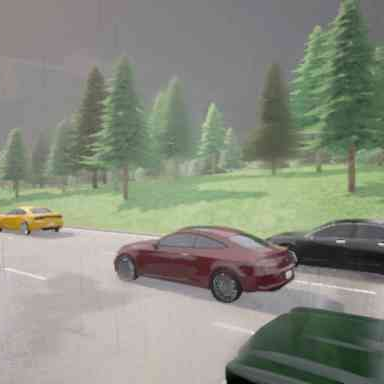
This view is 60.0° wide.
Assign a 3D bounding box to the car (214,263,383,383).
[{"bbox_3d":[2.523,1.596,2.191,4.718,1.301,1.895,0,0,36],"label":"car"}]

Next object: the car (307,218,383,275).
[{"bbox_3d":[4.444,1.516,9.418,4.892,1.490,1.837,0,0,35],"label":"car"}]

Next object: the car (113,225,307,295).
[{"bbox_3d":[0.121,1.550,8.197,4.674,1.442,1.812,-1,0,35],"label":"car"}]

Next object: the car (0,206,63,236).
[{"bbox_3d":[-9.594,1.579,19.422,5.008,1.535,1.882,0,0,35],"label":"car"}]
